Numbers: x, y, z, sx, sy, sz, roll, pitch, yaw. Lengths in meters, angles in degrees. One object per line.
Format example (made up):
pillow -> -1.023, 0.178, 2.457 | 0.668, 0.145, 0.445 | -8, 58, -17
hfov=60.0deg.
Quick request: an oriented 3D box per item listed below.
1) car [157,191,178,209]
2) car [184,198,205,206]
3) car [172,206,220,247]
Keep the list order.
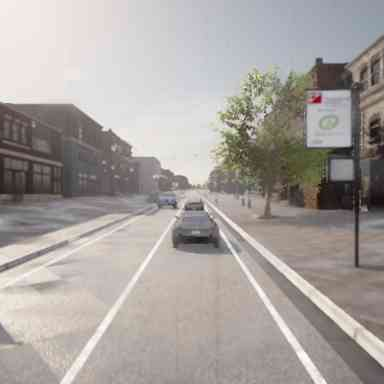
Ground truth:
car -> -2.922, 0.967, 40.657 | 2.150, 2.045, 5.566 | 0, 1, 0
car -> 0.233, 1.320, 32.512 | 2.128, 1.511, 4.902 | 0, 1, 0
car -> 0.160, 1.528, 14.933 | 1.994, 1.385, 4.181 | 0, 0, 0
